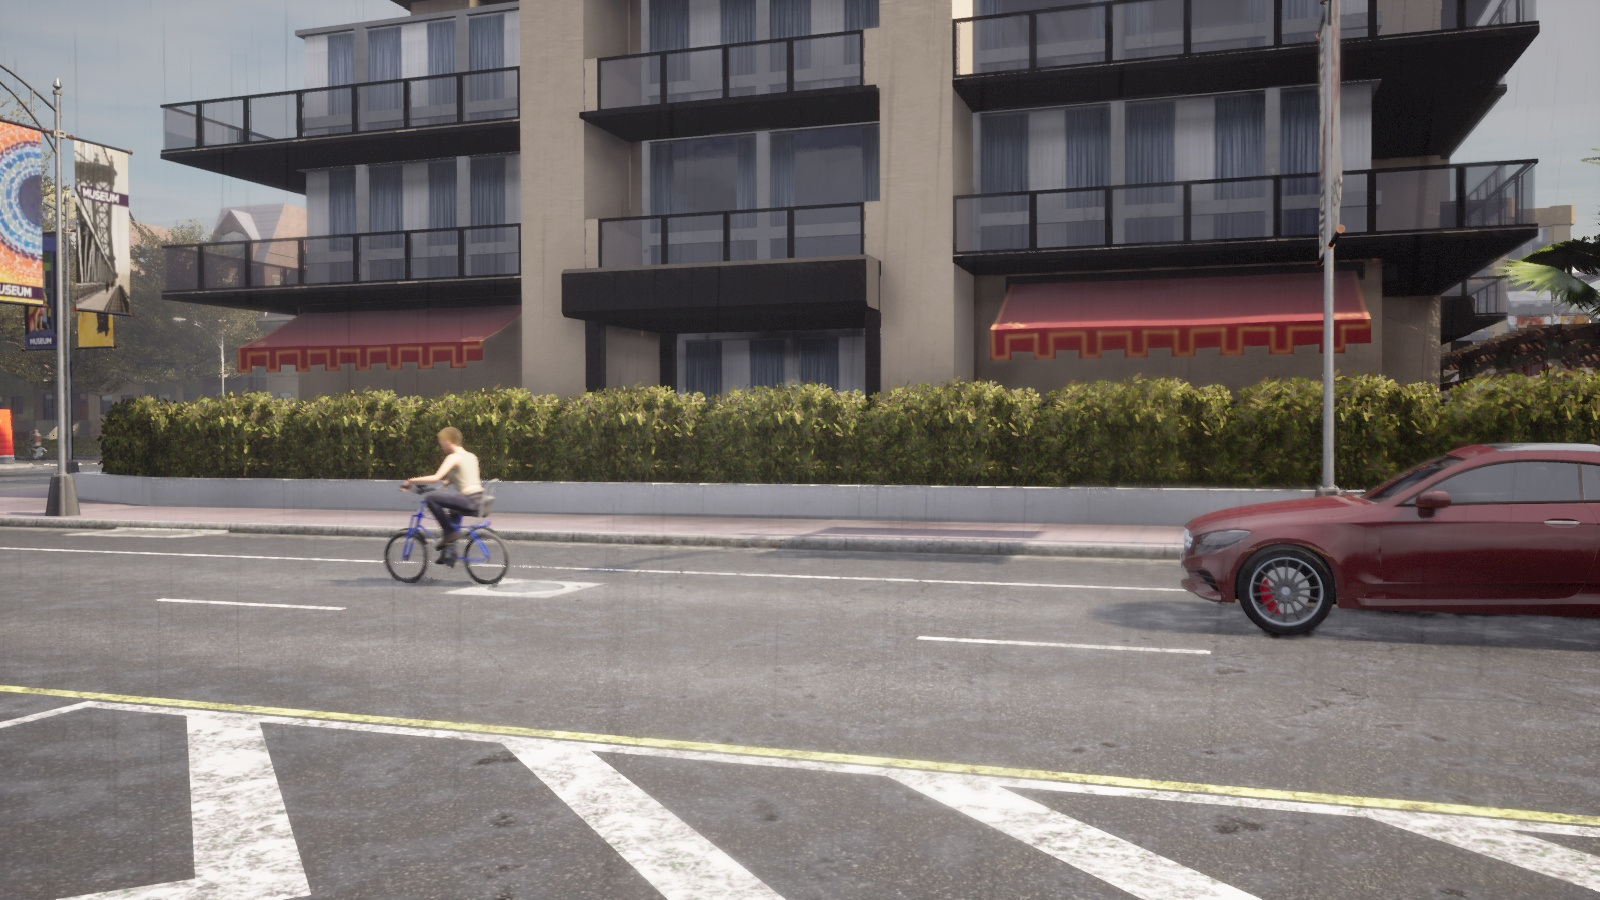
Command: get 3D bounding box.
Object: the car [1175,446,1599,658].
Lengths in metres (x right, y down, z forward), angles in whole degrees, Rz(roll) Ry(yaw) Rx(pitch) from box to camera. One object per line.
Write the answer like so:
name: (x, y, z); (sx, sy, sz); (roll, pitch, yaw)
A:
car: (5.399, 0.716, 9.788); (4.674, 1.442, 1.812); (1, 1, 19)

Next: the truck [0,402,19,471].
truck: (-30.672, -0.478, 43.900); (2.627, 2.467, 5.204); (1, 1, 18)

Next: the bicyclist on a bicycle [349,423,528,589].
bicyclist on a bicycle: (-3.682, 0.545, 12.838); (1.509, 1.612, 0.866); (0, 1, 19)
